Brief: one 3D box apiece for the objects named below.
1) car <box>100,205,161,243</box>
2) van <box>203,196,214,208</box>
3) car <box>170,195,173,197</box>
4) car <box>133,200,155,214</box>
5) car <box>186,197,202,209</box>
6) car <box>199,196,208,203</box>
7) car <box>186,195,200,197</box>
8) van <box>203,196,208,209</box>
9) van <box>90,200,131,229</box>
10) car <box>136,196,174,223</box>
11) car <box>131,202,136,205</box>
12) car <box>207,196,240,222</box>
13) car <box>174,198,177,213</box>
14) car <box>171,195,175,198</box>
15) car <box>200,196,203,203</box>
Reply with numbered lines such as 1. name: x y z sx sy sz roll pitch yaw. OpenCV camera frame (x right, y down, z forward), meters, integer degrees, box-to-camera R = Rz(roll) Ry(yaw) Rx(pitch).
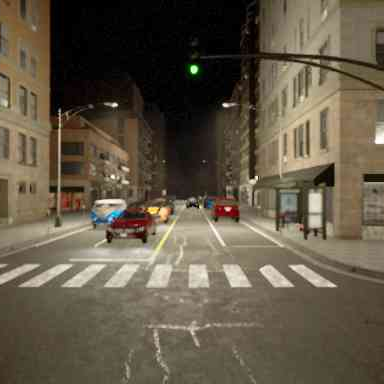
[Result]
1. car: -2.844 1.584 16.493 1.812 1.442 4.674 0 0 2
2. van: 2.688 1.556 54.438 1.690 1.788 3.998 0 0 0
3. car: -5.387 1.800 65.249 1.947 1.339 4.313 0 0 0
4. car: -5.398 1.678 38.218 1.887 1.381 4.507 0 0 0
5. car: 0.111 1.784 47.728 1.895 1.301 4.718 0 0 0
6. car: 2.671 1.735 76.062 1.967 1.590 4.097 0 0 0
7. car: 0.009 1.767 57.619 2.033 1.411 5.357 0 0 0
8. van: 2.697 1.516 43.625 1.690 1.788 3.998 0 0 0
9. van: -5.403 1.414 22.000 1.690 1.788 3.998 0 0 0
10. car: -2.844 1.448 26.273 2.097 1.767 4.553 0 0 0
11. car: -5.400 1.679 32.812 1.947 1.339 4.313 0 0 0
12. car: 2.710 1.429 27.407 2.192 1.841 5.009 0 0 0
13. car: -2.833 1.682 36.617 2.033 1.411 5.357 0 0 0
14. car: -5.385 1.569 70.656 2.192 1.841 5.009 0 0 0
15. car: 2.693 1.510 49.032 2.192 1.841 5.009 0 0 0
